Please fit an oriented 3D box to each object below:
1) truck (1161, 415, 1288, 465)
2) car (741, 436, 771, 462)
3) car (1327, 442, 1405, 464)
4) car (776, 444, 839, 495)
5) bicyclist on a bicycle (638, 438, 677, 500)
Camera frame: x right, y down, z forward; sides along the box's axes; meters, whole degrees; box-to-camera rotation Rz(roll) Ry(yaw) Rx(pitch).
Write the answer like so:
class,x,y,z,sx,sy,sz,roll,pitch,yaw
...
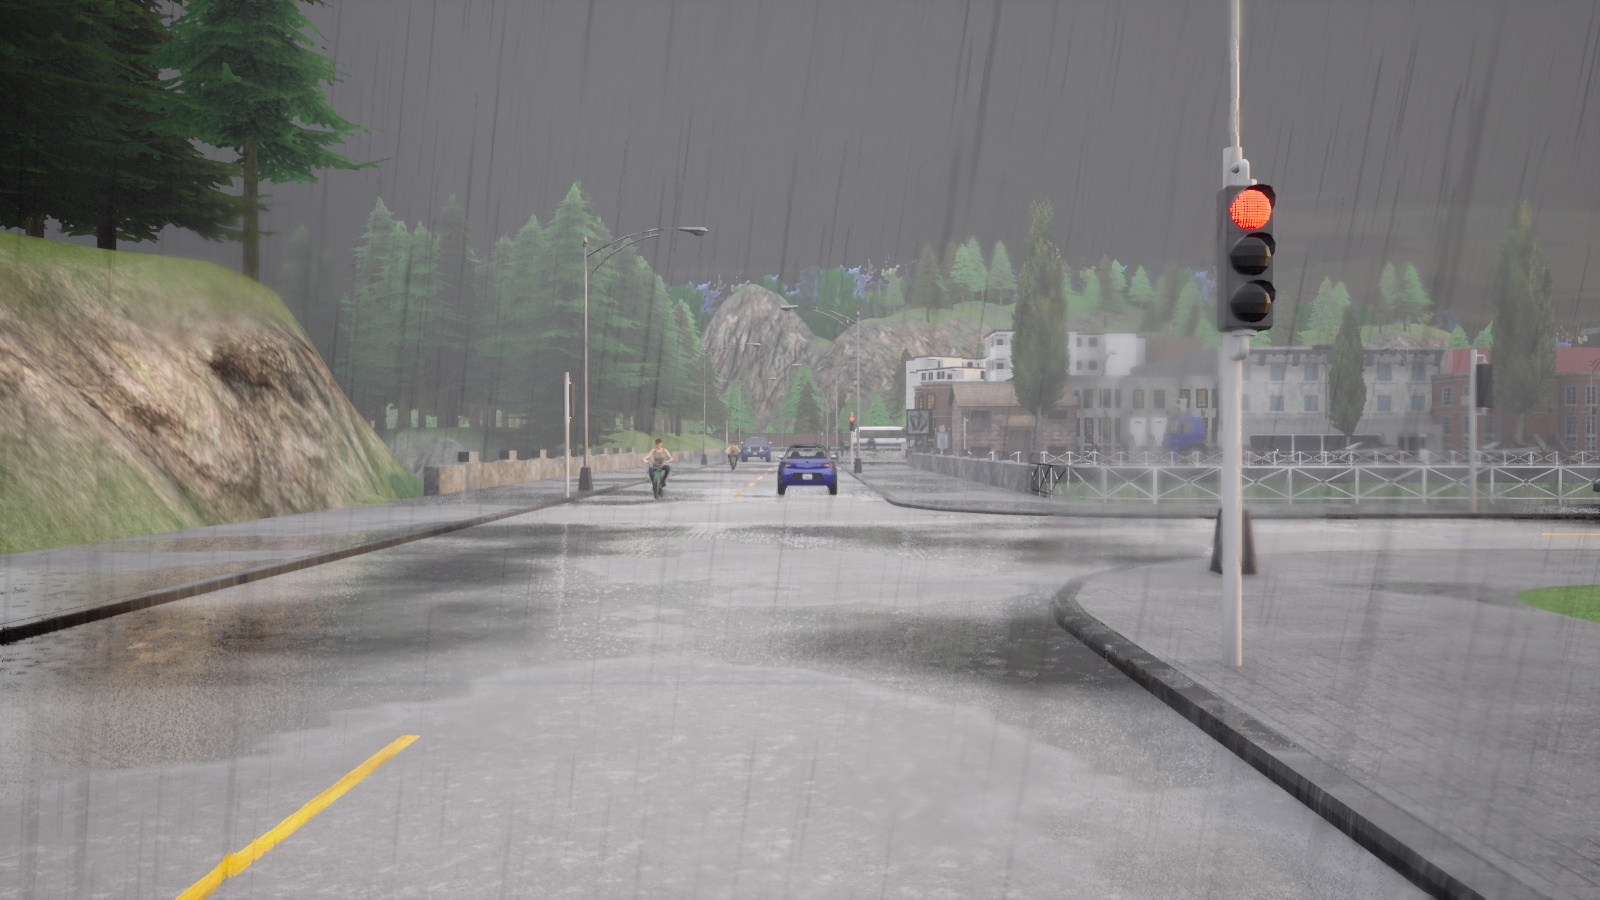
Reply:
class,x,y,z,sx,sy,sz,roll,pitch,yaw
truck,29.648,-0.708,87.929,7.936,3.462,2.891,0,0,0
car,-3.429,-0.094,98.696,2.150,2.045,5.566,0,0,0
car,39.593,0.229,87.885,4.514,1.525,2.007,0,0,0
car,0.221,0.546,37.899,1.816,1.474,4.193,0,0,0
bicyclist on a bicycle,-3.778,0.492,33.369,0.866,1.612,1.509,0,0,0
